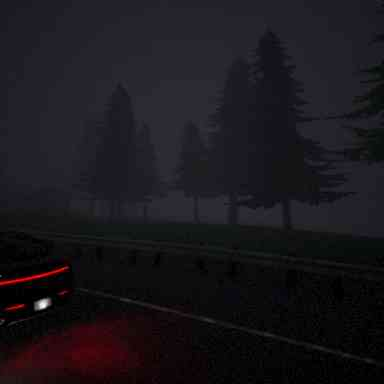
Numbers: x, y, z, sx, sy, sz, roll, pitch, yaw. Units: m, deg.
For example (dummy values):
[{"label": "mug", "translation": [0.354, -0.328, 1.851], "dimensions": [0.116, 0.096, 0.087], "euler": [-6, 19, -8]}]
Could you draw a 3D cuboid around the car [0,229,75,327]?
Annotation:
[{"label": "car", "translation": [-4.374, 1.452, 6.320], "dimensions": [4.892, 1.490, 1.837], "euler": [0, 0, 30]}]
